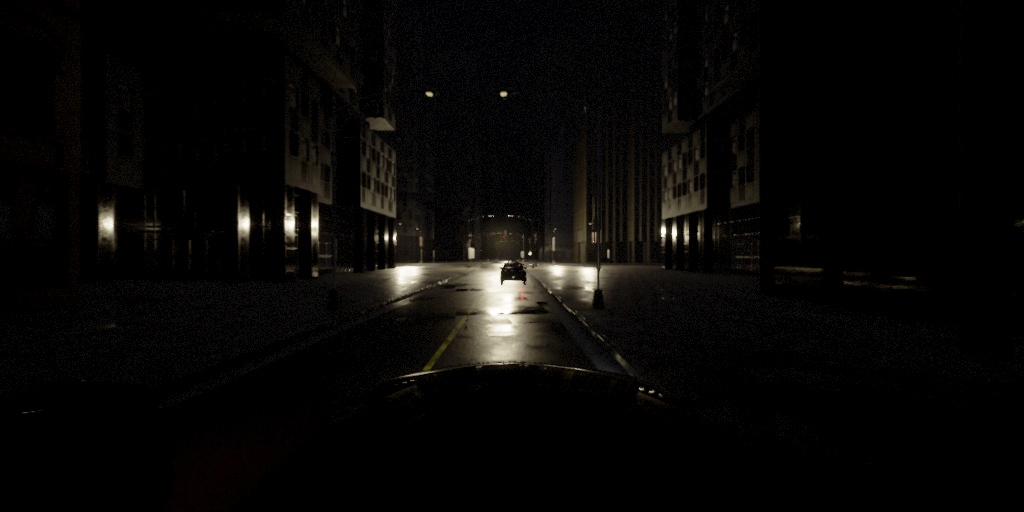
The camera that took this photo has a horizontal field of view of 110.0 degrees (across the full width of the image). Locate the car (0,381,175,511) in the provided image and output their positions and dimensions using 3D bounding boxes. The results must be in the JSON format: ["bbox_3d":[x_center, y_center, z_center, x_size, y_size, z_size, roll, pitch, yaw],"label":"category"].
[{"bbox_3d":[-3.094,1.229,0.145,1.882,1.535,5.008,0,0,0],"label":"car"}]

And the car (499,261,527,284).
[{"bbox_3d":[0.098,1.218,26.536,2.128,1.511,4.902,0,0,0],"label":"car"}]
